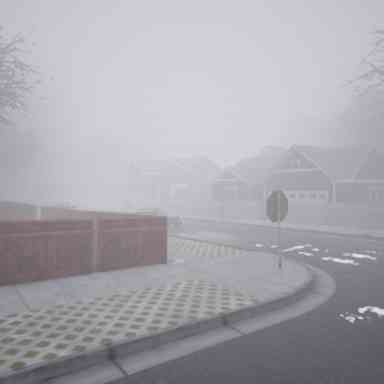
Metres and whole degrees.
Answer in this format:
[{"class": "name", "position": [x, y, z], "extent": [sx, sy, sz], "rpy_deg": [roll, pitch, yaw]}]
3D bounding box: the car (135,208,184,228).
[{"class": "car", "position": [-2.535, 1.759, 22.654], "extent": [1.895, 1.301, 4.718], "rpy_deg": [-1, 1, -36]}]

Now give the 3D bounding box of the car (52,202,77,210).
[{"class": "car", "position": [-15.845, 1.872, 41.265], "extent": [1.895, 1.301, 4.718], "rpy_deg": [-1, 1, -35]}]
